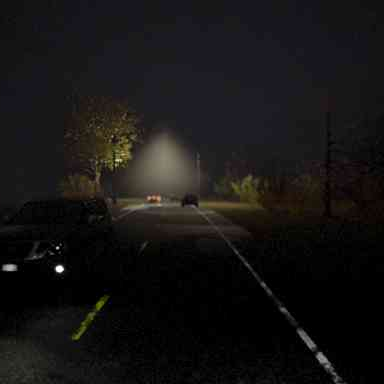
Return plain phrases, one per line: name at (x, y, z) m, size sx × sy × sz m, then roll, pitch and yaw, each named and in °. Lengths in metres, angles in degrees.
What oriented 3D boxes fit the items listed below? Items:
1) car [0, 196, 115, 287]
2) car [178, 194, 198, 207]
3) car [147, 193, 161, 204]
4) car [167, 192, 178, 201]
car at (-3.711, 1.154, 9.453) m, size 2.150 × 2.045 × 5.566 m, roll 0°, pitch 0°, yaw -1°
car at (-0.363, 0.994, 43.493) m, size 2.097 × 1.767 × 4.553 m, roll 0°, pitch 1°, yaw -4°
car at (-5.804, 0.925, 51.297) m, size 2.097 × 1.767 × 4.553 m, roll 0°, pitch 1°, yaw -4°
car at (-3.153, 1.057, 62.102) m, size 1.895 × 1.301 × 4.718 m, roll 0°, pitch 1°, yaw -6°
